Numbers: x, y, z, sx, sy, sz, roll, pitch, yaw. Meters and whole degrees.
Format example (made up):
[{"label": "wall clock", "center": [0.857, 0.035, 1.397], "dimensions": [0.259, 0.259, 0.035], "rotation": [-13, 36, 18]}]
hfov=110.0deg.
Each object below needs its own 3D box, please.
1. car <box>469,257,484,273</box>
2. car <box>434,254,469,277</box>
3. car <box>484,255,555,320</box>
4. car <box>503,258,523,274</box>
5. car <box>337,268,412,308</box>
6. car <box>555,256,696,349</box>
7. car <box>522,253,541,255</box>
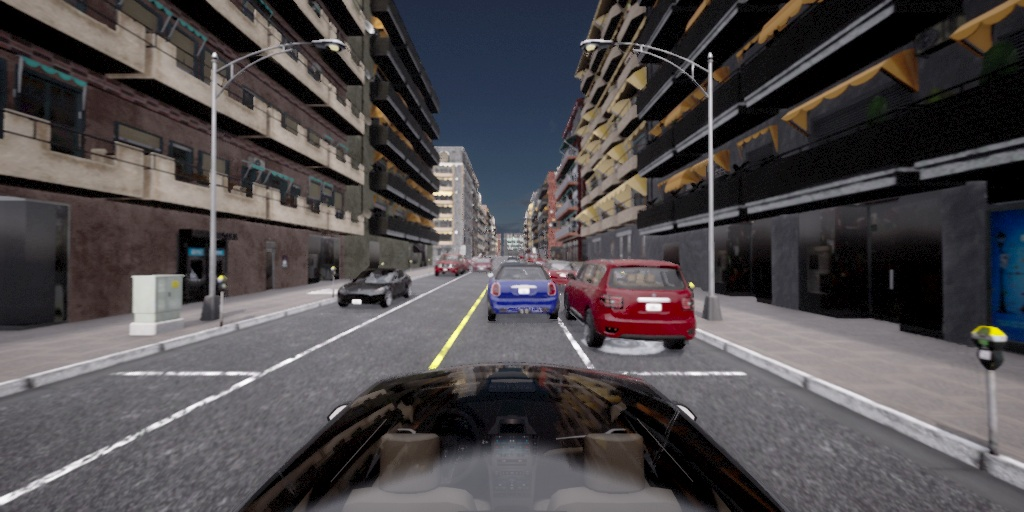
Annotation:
[{"label": "car", "center": [-2.839, 0.894, 35.981], "dimensions": [1.812, 1.442, 4.674], "rotation": [0, 1, 0]}, {"label": "car", "center": [-5.319, 0.733, 31.036], "dimensions": [2.192, 1.841, 5.009], "rotation": [0, 0, 0]}, {"label": "car", "center": [0.236, 0.977, 12.150], "dimensions": [2.097, 1.767, 4.553], "rotation": [0, 1, -3]}, {"label": "car", "center": [0.094, 0.906, 34.792], "dimensions": [1.812, 1.442, 4.674], "rotation": [0, 0, 0]}, {"label": "car", "center": [-5.316, 1.165, 14.448], "dimensions": [1.948, 1.339, 4.313], "rotation": [0, 0, 0]}, {"label": "car", "center": [2.533, 0.979, 8.858], "dimensions": [2.192, 1.841, 5.009], "rotation": [0, 0, 0]}, {"label": "car", "center": [2.527, 0.624, 42.044], "dimensions": [2.192, 1.841, 5.009], "rotation": [0, 0, 0]}]
